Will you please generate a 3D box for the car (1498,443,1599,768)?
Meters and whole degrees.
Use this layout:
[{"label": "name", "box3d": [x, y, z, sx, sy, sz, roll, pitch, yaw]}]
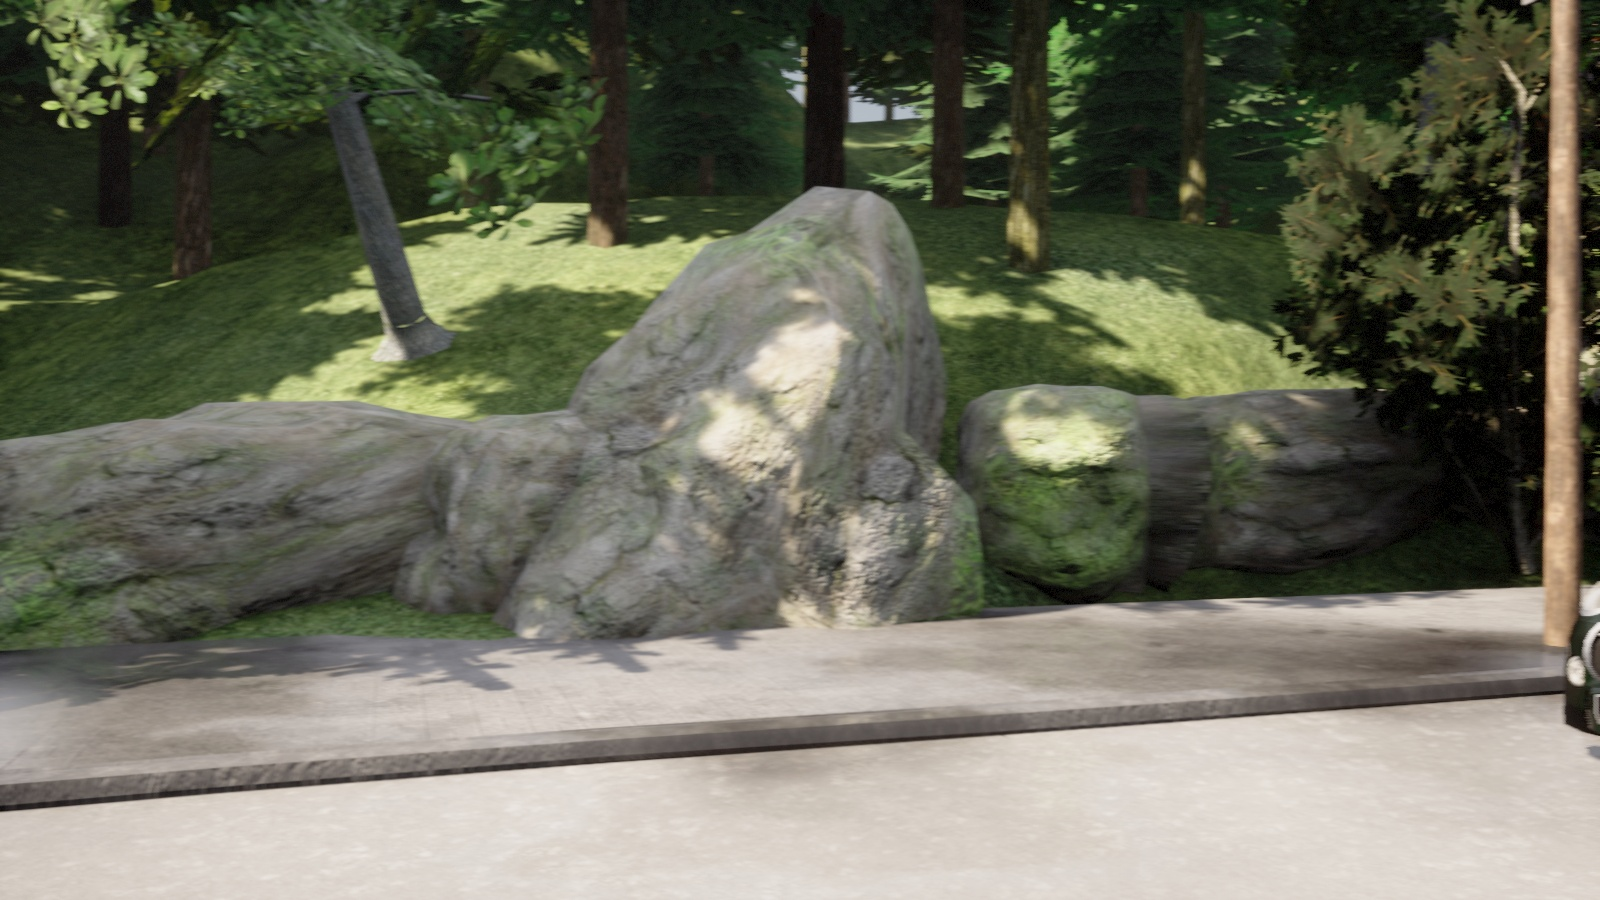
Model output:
[{"label": "car", "box3d": [5.568, 0.705, 5.874, 3.806, 1.475, 1.970, 0, 0, -19]}]
